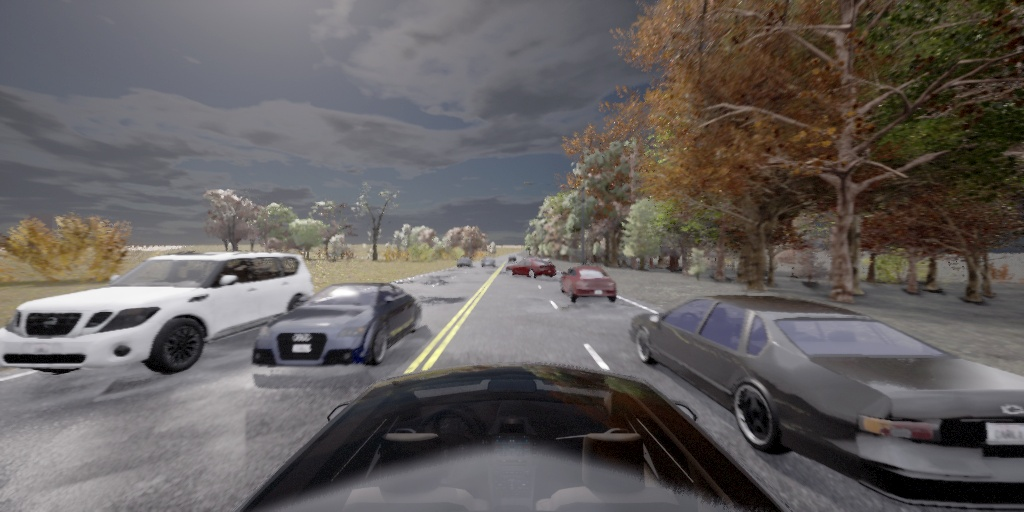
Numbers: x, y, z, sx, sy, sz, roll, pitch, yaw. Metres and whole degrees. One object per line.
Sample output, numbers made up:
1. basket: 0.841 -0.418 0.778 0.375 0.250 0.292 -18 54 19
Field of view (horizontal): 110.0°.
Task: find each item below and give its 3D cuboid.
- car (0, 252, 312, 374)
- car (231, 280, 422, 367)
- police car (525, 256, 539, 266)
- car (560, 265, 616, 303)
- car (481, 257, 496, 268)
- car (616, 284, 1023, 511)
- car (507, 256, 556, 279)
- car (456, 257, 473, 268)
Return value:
1. car: -6.591 0.925 7.784 2.150 2.045 5.566 0 1 0
2. car: -3.338 1.268 7.687 1.994 1.385 4.181 0 0 0
3. police car: 3.334 0.787 59.865 2.038 1.542 4.974 0 -1 0
4. car: 3.273 1.139 15.851 1.812 1.442 4.674 1 2 0
5. car: -3.236 0.877 49.798 2.128 1.511 4.902 0 1 1
6. car: 3.258 1.238 4.866 2.033 1.411 5.357 1 -1 0
7. car: 1.464 1.016 29.385 1.882 1.535 5.008 0 0 -35
8. car: -6.484 0.891 49.658 1.837 1.490 4.892 0 1 1
